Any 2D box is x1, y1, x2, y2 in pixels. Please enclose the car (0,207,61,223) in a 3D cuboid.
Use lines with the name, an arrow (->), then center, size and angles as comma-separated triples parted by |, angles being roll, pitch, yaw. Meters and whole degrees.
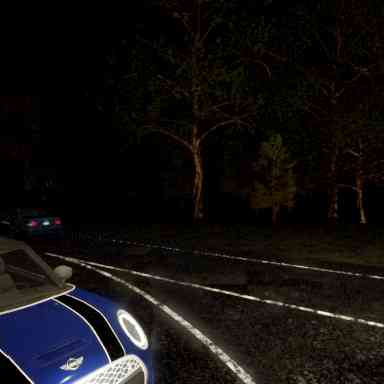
car -> -8.574, 1.458, 16.534 | 5.357, 1.411, 2.033 | 0, 0, 37

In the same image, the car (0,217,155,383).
car -> -2.570, 1.338, 3.717 | 4.553, 1.767, 2.097 | 1, 0, 36
